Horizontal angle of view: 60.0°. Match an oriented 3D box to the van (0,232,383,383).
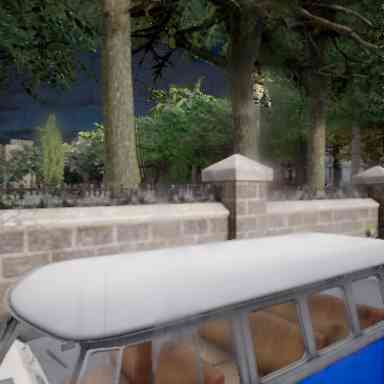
[{"bbox_3d":[0.437,1.333,2.720,3.998,1.788,1.690,0,0,-35],"label":"van"}]
